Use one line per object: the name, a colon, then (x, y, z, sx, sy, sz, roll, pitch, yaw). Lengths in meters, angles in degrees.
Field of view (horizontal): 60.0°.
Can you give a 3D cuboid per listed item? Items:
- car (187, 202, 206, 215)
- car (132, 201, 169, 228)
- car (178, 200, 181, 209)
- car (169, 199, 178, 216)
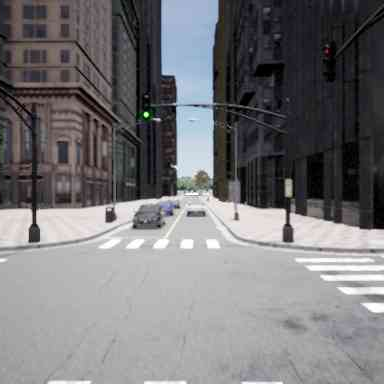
car: (0.439, 1.704, 35.041, 1.895, 1.301, 4.718, 0, 0, 1)
car: (-2.876, 1.580, 22.926, 1.837, 1.490, 4.892, 0, 0, 0)
car: (-2.602, 1.699, 47.803, 2.033, 1.411, 5.357, 0, 0, 1)
car: (-2.761, 1.632, 33.467, 1.812, 1.442, 4.674, 0, 0, 1)
